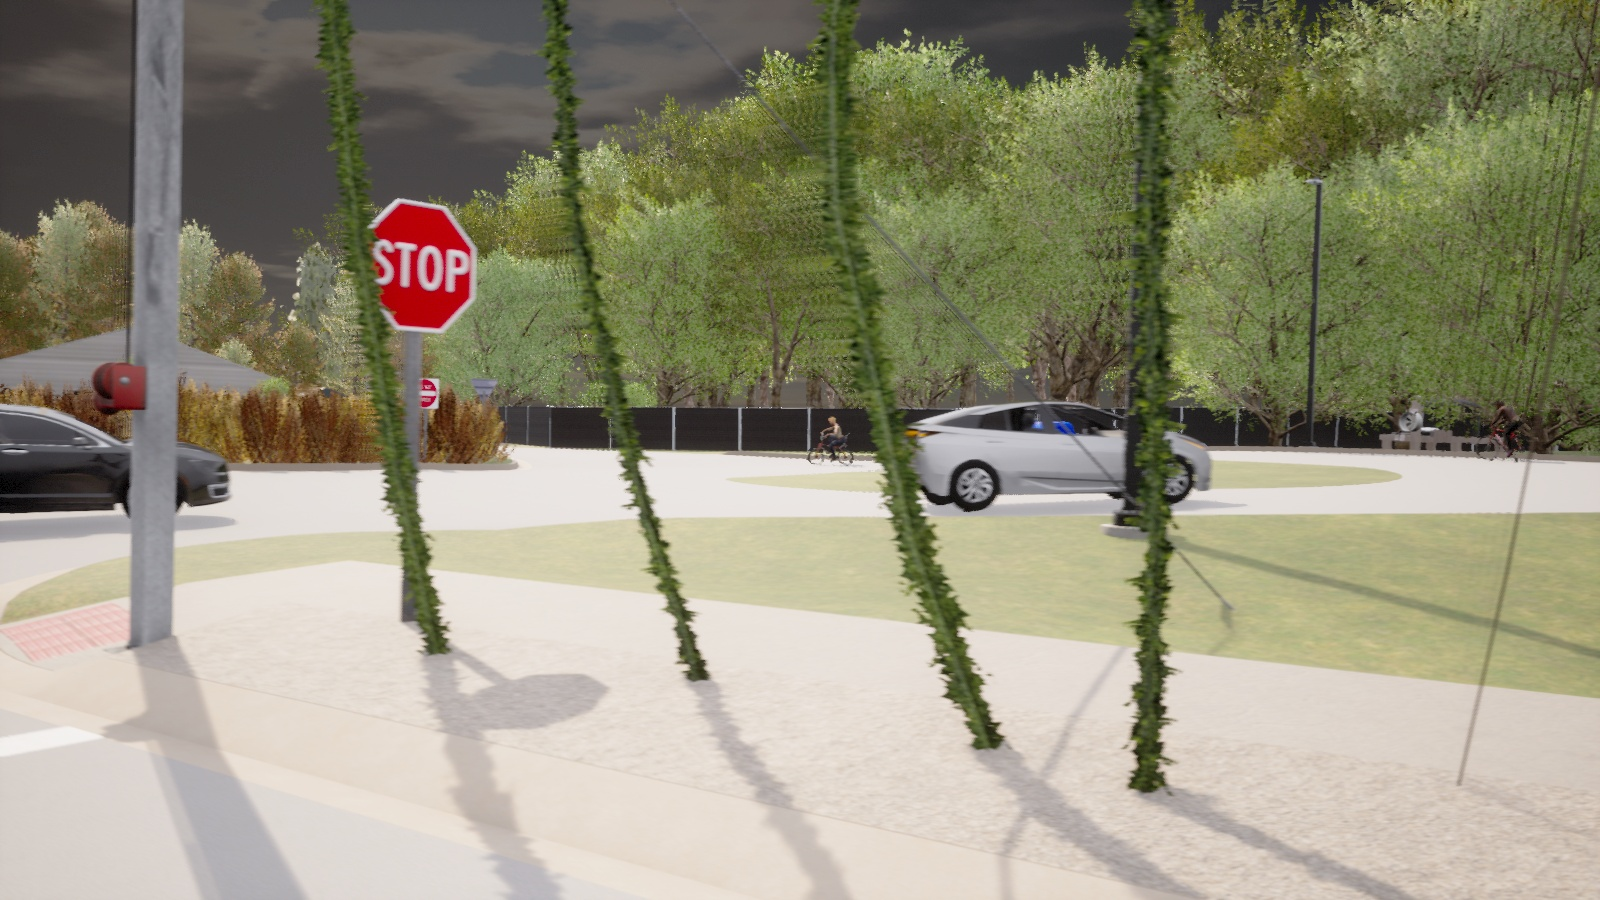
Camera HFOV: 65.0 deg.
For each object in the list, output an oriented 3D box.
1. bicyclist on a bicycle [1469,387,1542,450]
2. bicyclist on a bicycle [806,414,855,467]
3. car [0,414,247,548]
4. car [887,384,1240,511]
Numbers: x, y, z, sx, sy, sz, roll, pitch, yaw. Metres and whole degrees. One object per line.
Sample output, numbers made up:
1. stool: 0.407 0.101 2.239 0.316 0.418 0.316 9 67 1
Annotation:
1. bicyclist on a bicycle: 18.625 -0.828 33.189 0.582 1.620 1.656 -1 1 -25
2. bicyclist on a bicycle: 0.996 -0.310 40.901 1.509 1.612 0.866 -1 6 4
3. car: -9.664 0.369 15.620 4.892 1.490 1.837 -3 3 -29
4. car: 3.719 -0.060 18.140 4.514 1.525 2.007 -3 1 -9
